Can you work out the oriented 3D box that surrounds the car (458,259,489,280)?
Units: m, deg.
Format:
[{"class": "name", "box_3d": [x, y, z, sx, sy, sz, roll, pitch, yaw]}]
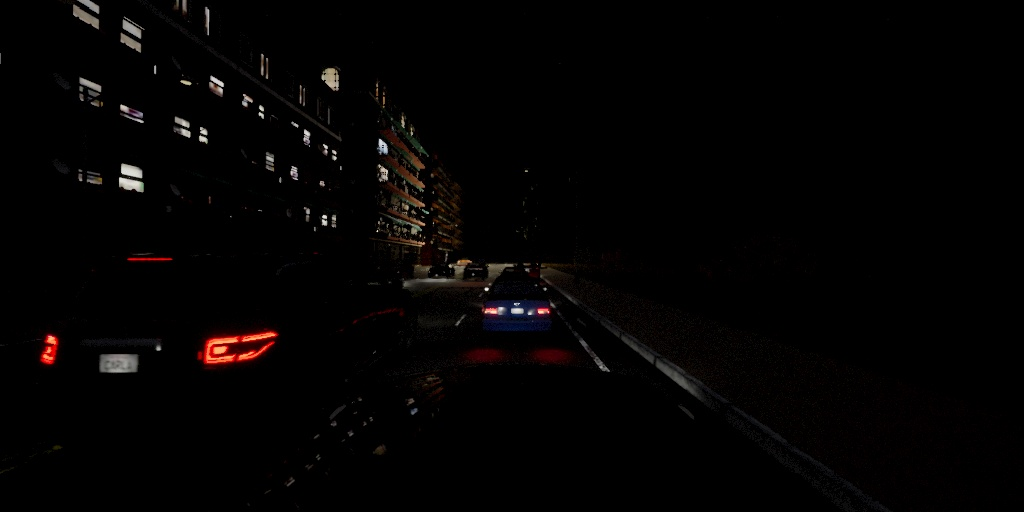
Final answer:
[{"class": "car", "box_3d": [-3.094, 1.246, 31.282, 2.128, 1.511, 4.902, 0, 0, 0]}]

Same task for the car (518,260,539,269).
[{"class": "car", "box_3d": [1.192, 1.105, 29.926, 2.097, 1.767, 4.553, 0, 0, 0]}]

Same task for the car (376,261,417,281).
[{"class": "car", "box_3d": [-9.795, 1.231, 30.774, 1.882, 1.535, 5.008, 0, 0, 0]}]

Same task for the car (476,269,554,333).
[{"class": "car", "box_3d": [0.119, 1.299, 10.659, 2.033, 1.411, 5.357, 0, 0, 0]}]

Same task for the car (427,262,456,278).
[{"class": "car", "box_3d": [-6.540, 1.301, 33.794, 2.033, 1.411, 5.357, 0, 0, 0]}]

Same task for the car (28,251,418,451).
[{"class": "car", "box_3d": [-3.144, 0.969, 5.554, 2.150, 2.045, 5.566, 0, 0, 0]}]

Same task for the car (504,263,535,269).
[{"class": "car", "box_3d": [0.131, 1.317, 20.992, 1.994, 1.385, 4.181, 0, 0, 1]}]
